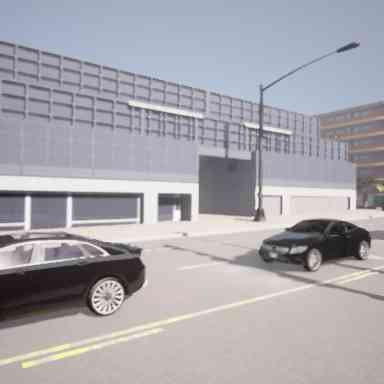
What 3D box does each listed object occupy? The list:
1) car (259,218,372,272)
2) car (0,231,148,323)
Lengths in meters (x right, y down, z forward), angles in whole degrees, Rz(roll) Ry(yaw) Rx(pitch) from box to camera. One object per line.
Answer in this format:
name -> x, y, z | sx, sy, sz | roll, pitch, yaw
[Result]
car -> 4.356, 1.640, 11.386 | 4.674, 1.442, 1.812 | 0, 0, -35
car -> -3.184, 1.514, 6.021 | 4.902, 1.511, 2.128 | 1, -1, -35
